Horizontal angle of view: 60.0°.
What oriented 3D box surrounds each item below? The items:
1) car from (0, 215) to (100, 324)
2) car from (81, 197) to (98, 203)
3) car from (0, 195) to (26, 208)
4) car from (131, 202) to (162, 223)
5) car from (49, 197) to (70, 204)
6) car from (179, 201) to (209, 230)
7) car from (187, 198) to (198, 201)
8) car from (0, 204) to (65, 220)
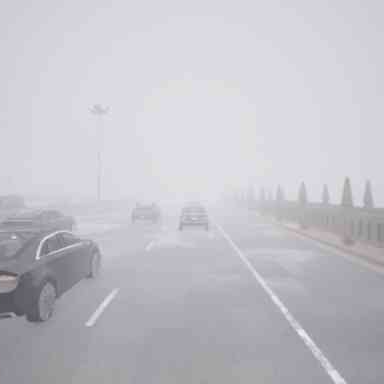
[{"bbox_3d":[-3.396,1.492,7.139,2.128,1.511,4.902,0,0,0],"label":"car"},{"bbox_3d":[-17.477,1.564,56.750,1.837,1.490,4.892,0,0,0],"label":"car"},{"bbox_3d":[-14.079,1.223,23.954,2.150,2.045,5.566,0,0,0],"label":"car"},{"bbox_3d":[-3.390,1.493,25.286,2.128,1.511,4.902,0,0,0],"label":"car"},{"bbox_3d":[-20.982,1.497,52.818,2.128,1.511,4.902,0,0,0],"label":"car"},{"bbox_3d":[0.108,1.548,21.181,2.033,1.411,5.357,0,0,0],"label":"car"},{"bbox_3d":[0.118,1.527,42.491,1.812,1.442,4.674,0,0,0],"label":"car"},{"bbox_3d":[-6.894,1.506,15.357,1.837,1.490,4.892,0,0,0],"label":"car"}]
